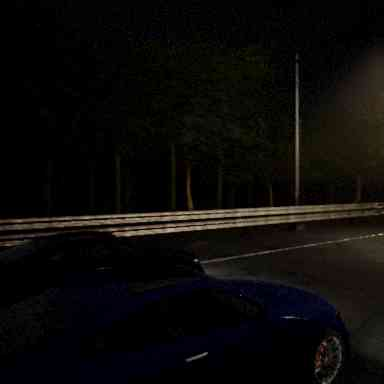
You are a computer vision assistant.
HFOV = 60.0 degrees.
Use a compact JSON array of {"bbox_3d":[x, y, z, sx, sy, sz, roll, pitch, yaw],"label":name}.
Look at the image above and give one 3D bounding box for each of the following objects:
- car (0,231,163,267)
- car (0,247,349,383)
[{"bbox_3d":[-1.917,1.520,6.680,4.674,1.442,1.812,0,0,-35],"label":"car"},{"bbox_3d":[-0.242,1.521,3.574,4.674,1.442,1.812,0,0,-36],"label":"car"}]
